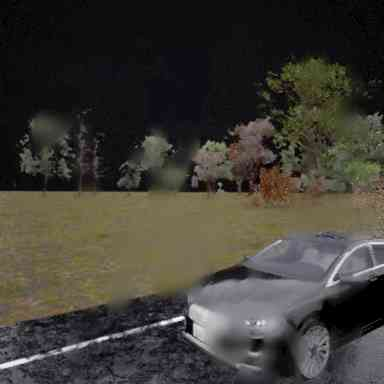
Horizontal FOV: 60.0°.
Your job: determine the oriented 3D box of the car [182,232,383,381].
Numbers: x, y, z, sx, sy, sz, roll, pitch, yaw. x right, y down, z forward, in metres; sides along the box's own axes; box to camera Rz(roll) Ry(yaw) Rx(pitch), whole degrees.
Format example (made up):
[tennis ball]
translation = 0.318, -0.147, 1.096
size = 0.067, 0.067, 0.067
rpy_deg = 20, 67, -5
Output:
[car]
translation = 2.124, 1.471, 5.505
size = 4.902, 1.511, 2.128
rpy_deg = 0, 0, -35
